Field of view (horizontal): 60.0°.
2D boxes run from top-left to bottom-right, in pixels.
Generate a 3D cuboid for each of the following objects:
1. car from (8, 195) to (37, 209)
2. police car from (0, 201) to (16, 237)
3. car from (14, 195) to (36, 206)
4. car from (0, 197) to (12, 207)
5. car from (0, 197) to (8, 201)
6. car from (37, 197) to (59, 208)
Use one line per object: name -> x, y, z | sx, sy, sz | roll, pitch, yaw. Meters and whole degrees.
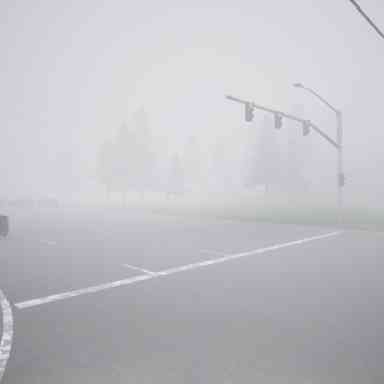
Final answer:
car -> -23.560, 1.478, 45.775 | 1.882, 1.535, 5.008 | 0, 0, -43
police car -> -11.133, 1.425, 17.304 | 1.930, 1.638, 5.238 | 0, 0, -43
car -> -27.986, 1.352, 55.565 | 2.097, 1.767, 4.553 | 0, 0, -43
car -> -30.552, 1.505, 53.185 | 1.837, 1.490, 4.892 | 0, 0, -43
car -> -26.104, 1.478, 43.371 | 1.882, 1.535, 5.008 | 0, 0, -43
car -> -20.958, 1.491, 48.117 | 2.128, 1.511, 4.902 | 0, 0, -43
